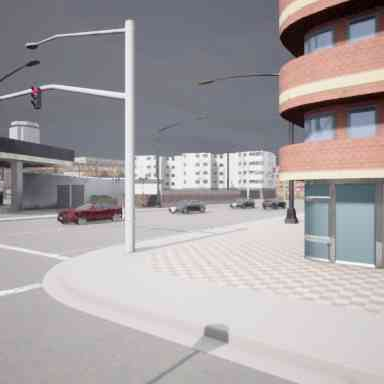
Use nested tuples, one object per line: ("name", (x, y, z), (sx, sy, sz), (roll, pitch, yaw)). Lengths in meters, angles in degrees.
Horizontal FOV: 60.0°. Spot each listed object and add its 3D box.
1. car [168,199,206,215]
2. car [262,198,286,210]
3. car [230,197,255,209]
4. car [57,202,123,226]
("car", (-0.424, 1.491, 33.911), (2.128, 1.511, 4.902), (0, 0, 35))
("car", (10.839, 1.491, 43.727), (2.128, 1.511, 4.902), (0, 0, 35))
("car", (6.780, 1.490, 44.313), (2.128, 1.511, 4.902), (0, 0, 35))
("car", (-7.245, 1.477, 24.020), (1.882, 1.535, 5.008), (0, 0, 34))
